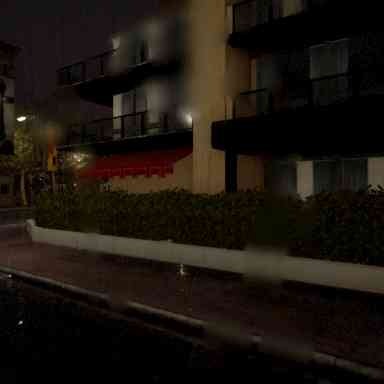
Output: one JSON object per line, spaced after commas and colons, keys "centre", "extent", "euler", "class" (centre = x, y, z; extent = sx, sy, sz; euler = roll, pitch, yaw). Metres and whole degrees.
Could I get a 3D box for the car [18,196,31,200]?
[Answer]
{"centre": [-35.664, 1.481, 67.686], "extent": [4.892, 1.521, 2.231], "euler": [0, 0, 36], "class": "car"}
